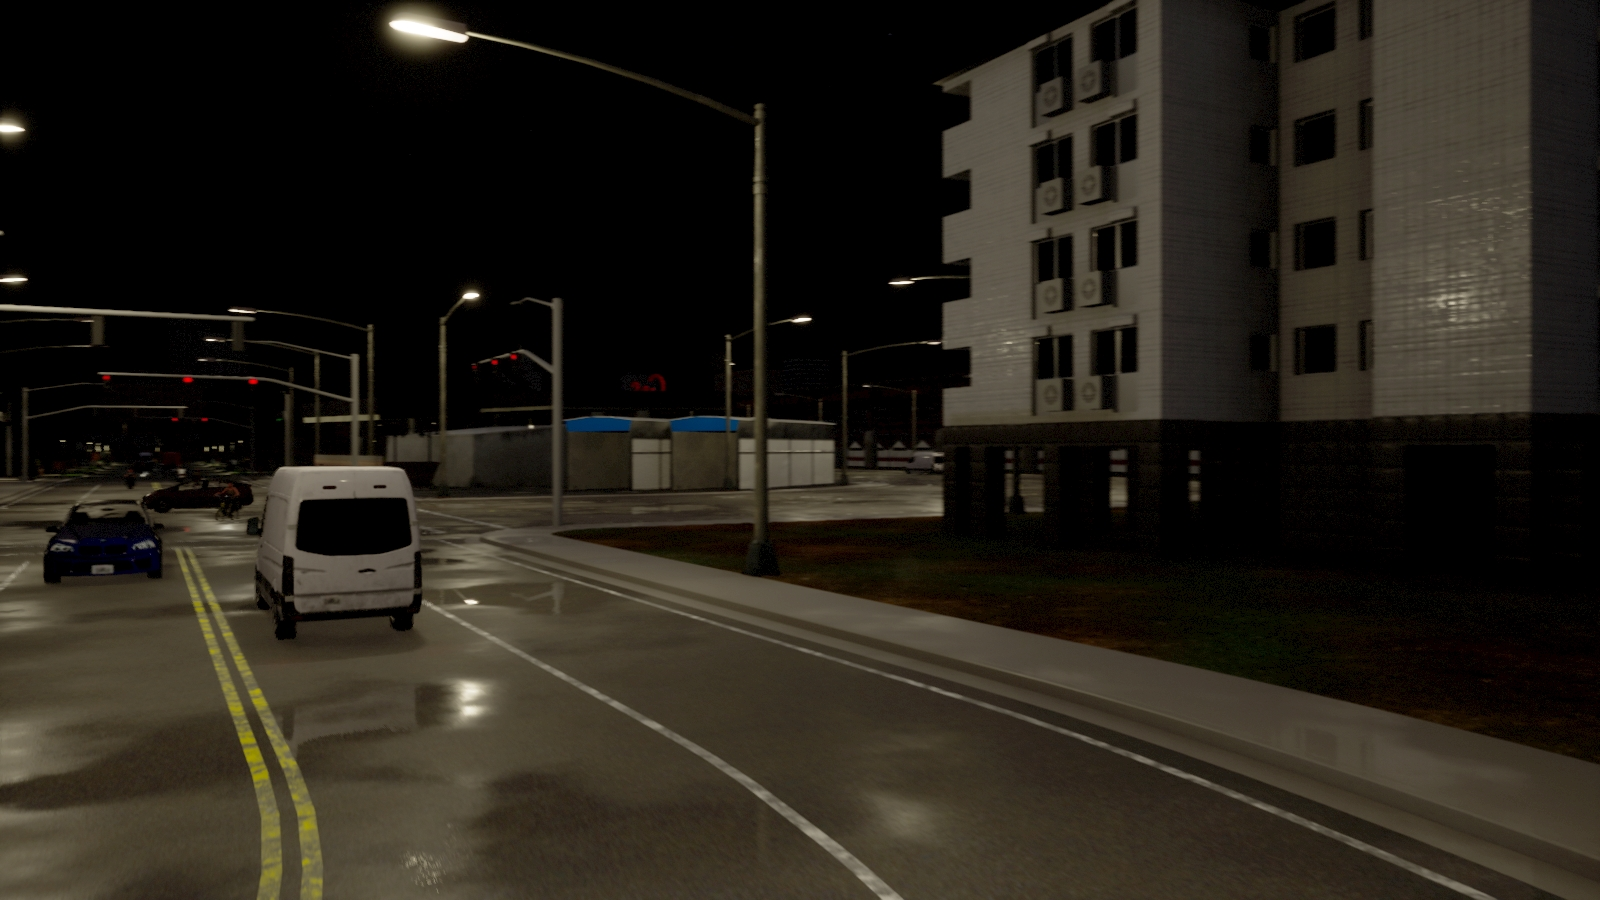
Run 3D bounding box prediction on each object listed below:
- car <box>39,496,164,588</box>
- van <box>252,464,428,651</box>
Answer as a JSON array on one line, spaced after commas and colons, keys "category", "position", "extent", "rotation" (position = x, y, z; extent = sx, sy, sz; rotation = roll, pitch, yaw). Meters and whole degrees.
[{"category": "car", "position": [-15.709, 1.986, 25.930], "extent": [2.242, 1.667, 4.611], "rotation": [0, 0, -29]}, {"category": "van", "position": [-7.849, 1.544, 19.080], "extent": [1.988, 2.561, 5.915], "rotation": [0, 0, -29]}]
